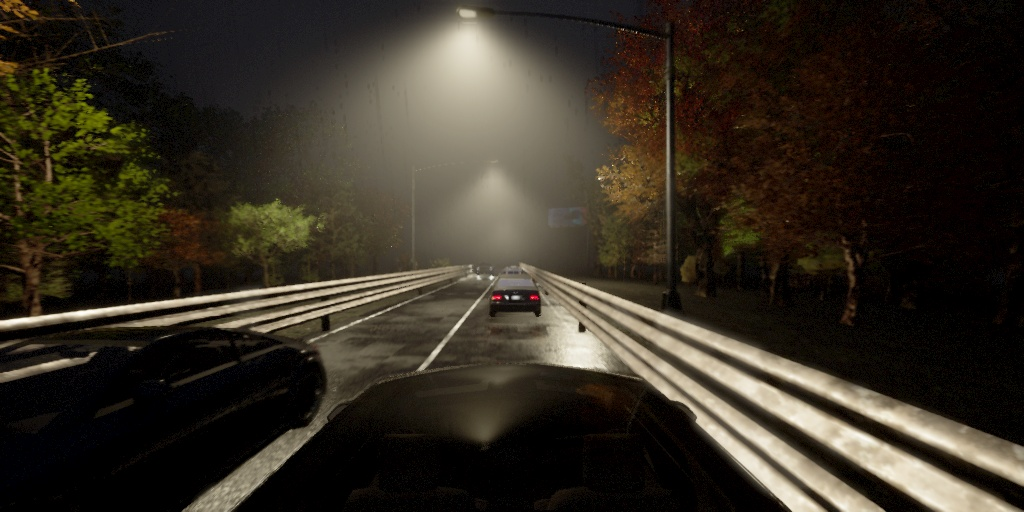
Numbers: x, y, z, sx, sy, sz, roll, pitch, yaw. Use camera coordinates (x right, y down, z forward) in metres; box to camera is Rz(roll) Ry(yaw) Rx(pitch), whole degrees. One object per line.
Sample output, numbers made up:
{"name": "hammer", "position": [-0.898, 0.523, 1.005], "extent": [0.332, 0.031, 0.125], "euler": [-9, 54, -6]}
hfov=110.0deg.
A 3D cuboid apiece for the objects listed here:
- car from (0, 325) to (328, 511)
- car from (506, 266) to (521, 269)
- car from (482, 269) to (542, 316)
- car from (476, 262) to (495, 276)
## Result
{"name": "car", "position": [-3.348, 1.321, 2.879], "extent": [1.994, 1.385, 4.181], "euler": [0, 0, 0]}
{"name": "car", "position": [0.140, 1.679, 35.682], "extent": [1.895, 1.301, 4.718], "euler": [0, -1, 0]}
{"name": "car", "position": [0.117, 1.404, 13.950], "extent": [2.033, 1.411, 5.357], "euler": [0, -1, 0]}
{"name": "car", "position": [-3.290, 1.523, 44.980], "extent": [2.097, 1.767, 4.553], "euler": [0, 0, 0]}
